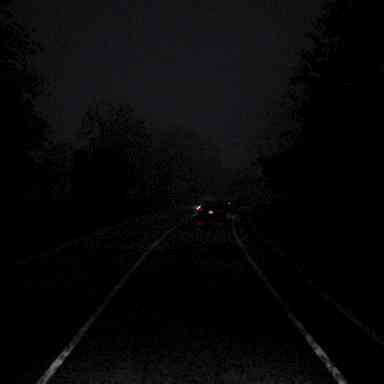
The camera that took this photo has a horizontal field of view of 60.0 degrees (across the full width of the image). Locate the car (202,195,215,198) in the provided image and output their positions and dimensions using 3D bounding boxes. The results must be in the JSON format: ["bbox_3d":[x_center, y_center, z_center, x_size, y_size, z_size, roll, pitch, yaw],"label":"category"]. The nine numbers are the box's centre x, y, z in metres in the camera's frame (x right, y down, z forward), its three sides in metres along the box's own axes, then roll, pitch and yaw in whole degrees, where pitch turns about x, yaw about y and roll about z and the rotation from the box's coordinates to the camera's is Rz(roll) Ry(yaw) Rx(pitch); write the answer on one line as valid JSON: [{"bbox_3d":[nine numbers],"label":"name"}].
[{"bbox_3d":[2.196,1.156,45.234,1.812,1.442,4.674,1,1,17],"label":"car"}]

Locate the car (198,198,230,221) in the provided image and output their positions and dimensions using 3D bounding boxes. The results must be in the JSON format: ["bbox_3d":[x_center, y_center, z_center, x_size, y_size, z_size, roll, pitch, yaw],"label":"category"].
[{"bbox_3d":[1.608,1.382,25.362,1.994,1.385,4.181,1,0,8],"label":"car"}]

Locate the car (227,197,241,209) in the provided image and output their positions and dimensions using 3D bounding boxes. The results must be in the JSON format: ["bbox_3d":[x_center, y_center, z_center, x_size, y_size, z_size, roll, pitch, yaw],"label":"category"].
[{"bbox_3d":[4.888,1.302,41.139,1.994,1.385,4.181,1,1,15],"label":"car"}]
